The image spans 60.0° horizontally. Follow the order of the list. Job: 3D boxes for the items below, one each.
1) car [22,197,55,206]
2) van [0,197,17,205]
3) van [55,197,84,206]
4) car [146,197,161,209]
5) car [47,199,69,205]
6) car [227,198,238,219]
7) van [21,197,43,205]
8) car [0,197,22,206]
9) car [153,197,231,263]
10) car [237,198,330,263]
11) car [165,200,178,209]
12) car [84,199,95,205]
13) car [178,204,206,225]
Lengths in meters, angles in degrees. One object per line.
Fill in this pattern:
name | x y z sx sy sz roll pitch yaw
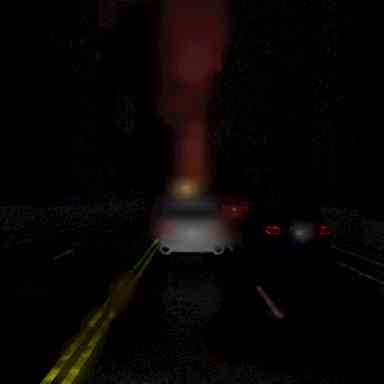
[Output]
car | -29.245 1.886 64.155 5.009 1.841 2.192 0 -1 0
van | -40.605 2.011 72.675 3.998 1.788 1.690 0 -1 0
van | -23.568 1.916 64.157 3.998 1.788 1.690 0 -1 0
car | -6.510 2.070 55.556 2.033 1.411 5.357 0 -1 0
car | -29.250 2.258 72.676 4.206 1.307 1.802 0 -1 0
car | 3.262 1.484 27.597 2.150 2.045 5.566 0 0 0
van | -34.928 2.014 72.677 3.998 1.788 1.690 0 -1 0
car | -34.923 2.149 64.150 4.206 1.307 1.802 0 -1 0
car | 0.012 1.343 12.591 2.150 2.045 5.566 0 0 0
car | 3.262 1.344 12.600 2.150 2.045 5.566 0 0 0
car | -3.274 2.035 54.184 1.812 1.442 4.674 0 -1 1
car | -23.572 2.231 72.679 4.403 1.369 2.008 0 -1 0
car | 0.011 1.807 27.535 2.033 1.411 5.357 0 -1 0
